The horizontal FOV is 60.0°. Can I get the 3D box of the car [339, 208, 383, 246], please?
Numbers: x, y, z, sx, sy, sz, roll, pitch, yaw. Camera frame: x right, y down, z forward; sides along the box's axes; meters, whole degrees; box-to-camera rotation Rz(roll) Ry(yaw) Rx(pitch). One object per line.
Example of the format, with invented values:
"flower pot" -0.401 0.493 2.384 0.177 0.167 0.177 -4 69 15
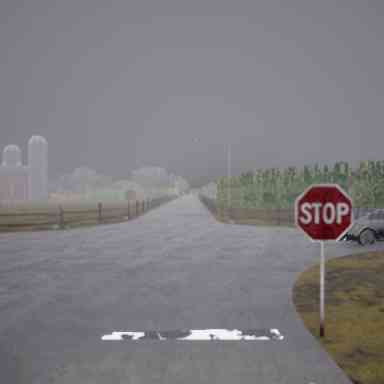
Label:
"car" 7.877 1.370 13.802 4.181 1.385 1.994 -1 0 -10
